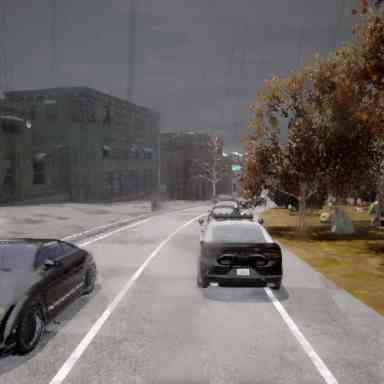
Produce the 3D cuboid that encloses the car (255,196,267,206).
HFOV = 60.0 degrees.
[{"bbox_3d":[11.247,1.452,55.795,1.837,1.490,4.892,3,1,26],"label":"car"}]

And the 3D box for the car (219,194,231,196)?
[{"bbox_3d":[4.570,1.143,47.682,2.097,1.767,4.553,2,1,21],"label":"car"}]

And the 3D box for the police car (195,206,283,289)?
[{"bbox_3d":[1.129,1.405,9.294,1.930,1.638,5.238,0,0,2],"label":"police car"}]

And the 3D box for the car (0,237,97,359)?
[{"bbox_3d":[-3.193,1.545,5.921,1.994,1.385,4.181,0,0,2],"label":"car"}]

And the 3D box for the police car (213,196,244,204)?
[{"bbox_3d":[2.672,1.356,24.940,1.930,1.638,5.238,1,0,9],"label":"police car"}]

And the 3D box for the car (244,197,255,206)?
[{"bbox_3d":[6.746,1.488,44.537,1.895,1.301,4.718,2,0,20],"label":"car"}]

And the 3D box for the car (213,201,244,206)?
[{"bbox_3d":[1.841,1.478,18.997,1.812,1.442,4.674,1,0,6],"label":"car"}]
